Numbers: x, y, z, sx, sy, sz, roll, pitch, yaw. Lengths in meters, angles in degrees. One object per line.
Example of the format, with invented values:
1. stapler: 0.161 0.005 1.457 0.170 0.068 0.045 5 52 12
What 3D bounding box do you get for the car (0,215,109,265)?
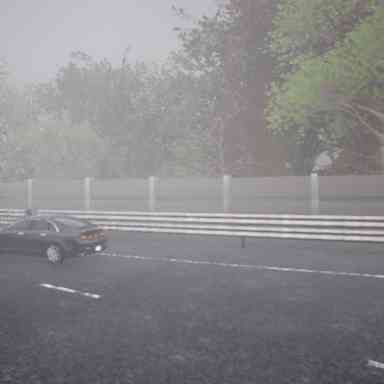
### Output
1. car: -5.304 1.590 11.854 4.892 1.490 1.837 0 0 23
